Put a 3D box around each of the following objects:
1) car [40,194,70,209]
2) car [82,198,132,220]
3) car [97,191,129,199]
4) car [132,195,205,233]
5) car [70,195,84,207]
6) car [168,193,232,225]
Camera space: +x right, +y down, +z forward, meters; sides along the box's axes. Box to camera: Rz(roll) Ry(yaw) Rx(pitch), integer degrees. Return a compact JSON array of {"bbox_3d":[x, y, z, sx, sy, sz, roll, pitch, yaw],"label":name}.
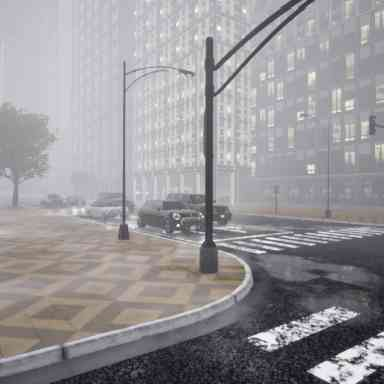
[{"bbox_3d":[-16.268,1.007,38.898,2.097,1.767,4.553,0,0,-36],"label":"car"},{"bbox_3d":[-6.628,1.393,25.875,1.895,1.301,4.718,0,0,-37],"label":"car"},{"bbox_3d":[-7.636,0.975,32.696,2.150,2.045,5.566,0,1,-37],"label":"car"},{"bbox_3d":[-1.255,1.216,18.646,2.097,1.767,4.553,0,0,-37],"label":"car"},{"bbox_3d":[-15.207,1.138,42.941,2.128,1.511,4.902,0,0,-36],"label":"car"},{"bbox_3d":[0.187,1.085,22.155,2.150,2.045,5.566,0,0,-37],"label":"car"}]
